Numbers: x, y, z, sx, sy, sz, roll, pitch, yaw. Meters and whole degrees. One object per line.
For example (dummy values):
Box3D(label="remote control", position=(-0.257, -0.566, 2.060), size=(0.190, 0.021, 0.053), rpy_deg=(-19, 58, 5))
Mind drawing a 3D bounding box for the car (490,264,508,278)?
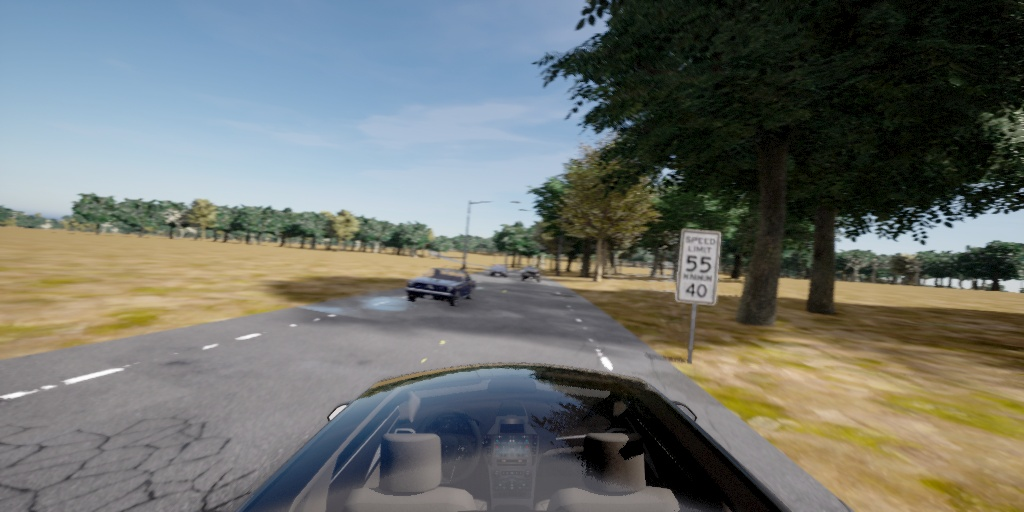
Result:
Box3D(label="car", position=(-1.452, 1.711, 41.612), size=(2.033, 1.411, 5.357), rpy_deg=(6, -1, 2))

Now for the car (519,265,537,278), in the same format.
Box3D(label="car", position=(2.134, 2.131, 49.421), size=(2.128, 1.511, 4.902), rpy_deg=(5, -1, 0))

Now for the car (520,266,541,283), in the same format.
Box3D(label="car", position=(1.990, 1.931, 37.727), size=(1.837, 1.490, 4.892), rpy_deg=(5, -1, 2))

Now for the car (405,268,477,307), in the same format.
Box3D(label="car", position=(-2.755, 1.186, 14.837), size=(1.895, 1.301, 4.718), rpy_deg=(7, -1, 4))
